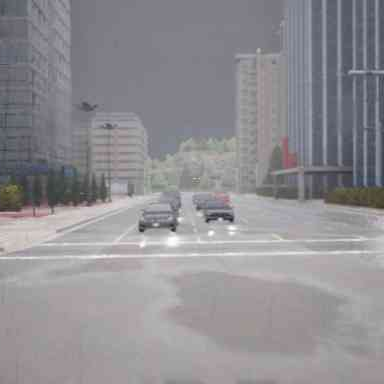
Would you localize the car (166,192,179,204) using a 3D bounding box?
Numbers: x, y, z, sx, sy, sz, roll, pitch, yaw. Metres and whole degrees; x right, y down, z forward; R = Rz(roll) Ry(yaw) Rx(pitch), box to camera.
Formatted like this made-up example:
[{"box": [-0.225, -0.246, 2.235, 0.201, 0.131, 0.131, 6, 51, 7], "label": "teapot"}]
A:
[{"box": [-2.791, 0.821, 48.395, 1.882, 1.535, 5.008, -1, 1, -2], "label": "car"}]

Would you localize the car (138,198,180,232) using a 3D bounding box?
[{"box": [-1.751, 1.281, 18.288, 1.812, 1.442, 4.674, -1, 1, 0], "label": "car"}]

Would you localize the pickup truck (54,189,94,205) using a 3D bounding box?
[{"box": [-15.753, 0.605, 43.837, 2.390, 2.098, 6.274, 0, 1, 28], "label": "pickup truck"}]

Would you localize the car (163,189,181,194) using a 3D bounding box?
[{"box": [-2.417, 0.708, 37.931, 2.150, 2.045, 5.566, -1, 1, -2], "label": "car"}]

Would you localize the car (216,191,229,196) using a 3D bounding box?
[{"box": [4.197, 0.613, 48.879, 2.097, 1.767, 4.553, -1, 1, -2], "label": "car"}]

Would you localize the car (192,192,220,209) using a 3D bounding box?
[{"box": [1.254, 1.031, 32.302, 1.837, 1.490, 4.892, -1, 1, -2], "label": "car"}]

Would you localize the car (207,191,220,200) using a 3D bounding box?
[{"box": [3.809, 0.646, 59.164, 1.812, 1.442, 4.674, -1, 1, -2], "label": "car"}]

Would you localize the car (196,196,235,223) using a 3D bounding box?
[{"box": [1.596, 1.208, 22.466, 2.033, 1.411, 5.357, -1, 1, -2], "label": "car"}]

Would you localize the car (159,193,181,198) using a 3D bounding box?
[{"box": [-2.083, 1.134, 27.535, 1.837, 1.490, 4.892, -1, 1, -2], "label": "car"}]
